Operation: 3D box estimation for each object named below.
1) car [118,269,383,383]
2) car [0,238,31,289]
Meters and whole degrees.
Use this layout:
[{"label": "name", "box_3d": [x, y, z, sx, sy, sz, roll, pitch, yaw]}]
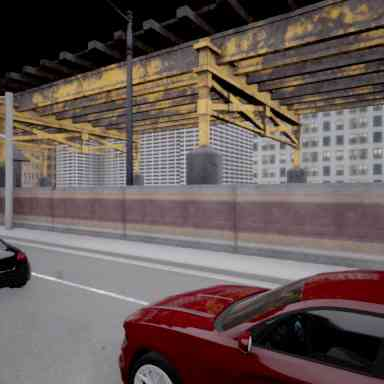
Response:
[{"label": "car", "box_3d": [1.500, 1.478, 2.920, 5.008, 1.535, 1.882, 0, 0, 35]}, {"label": "car", "box_3d": [-5.749, 1.564, 8.020, 4.181, 1.385, 1.994, 0, 0, 36]}]
